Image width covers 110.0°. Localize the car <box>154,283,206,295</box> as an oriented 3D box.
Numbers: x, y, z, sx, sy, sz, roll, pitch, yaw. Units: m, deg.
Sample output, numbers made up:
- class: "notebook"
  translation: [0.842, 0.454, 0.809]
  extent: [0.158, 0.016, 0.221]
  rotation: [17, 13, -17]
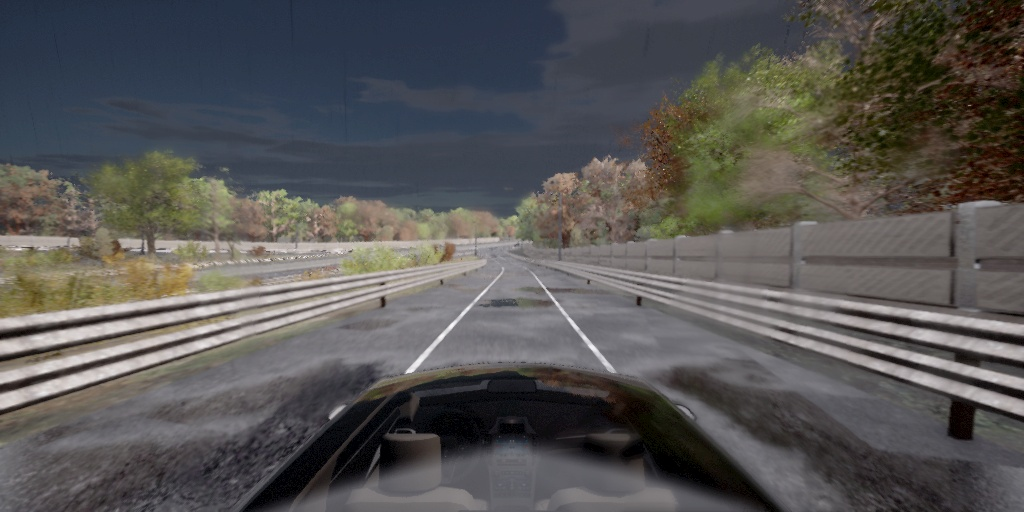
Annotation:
- class: "car"
  translation: [-40.711, 4.230, 44.673]
  extent: [1.895, 1.301, 4.718]
  rotation: [1, 4, 16]
